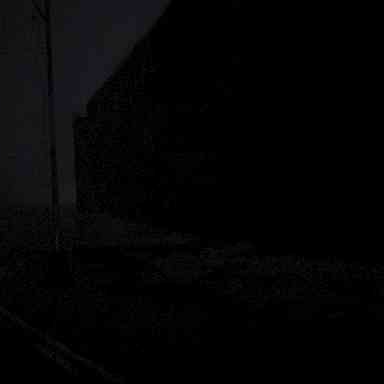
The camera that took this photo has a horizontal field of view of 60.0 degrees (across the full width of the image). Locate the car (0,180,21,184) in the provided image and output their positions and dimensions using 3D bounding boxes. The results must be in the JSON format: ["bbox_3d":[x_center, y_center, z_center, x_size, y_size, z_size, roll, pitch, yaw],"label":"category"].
[{"bbox_3d":[-44.467,-2.186,79.581,2.002,1.452,4.674,-5,-3,30],"label":"car"}]

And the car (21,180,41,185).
[{"bbox_3d":[-41.797,-2.153,84.444,2.097,1.535,5.008,-5,-3,29],"label":"car"}]
